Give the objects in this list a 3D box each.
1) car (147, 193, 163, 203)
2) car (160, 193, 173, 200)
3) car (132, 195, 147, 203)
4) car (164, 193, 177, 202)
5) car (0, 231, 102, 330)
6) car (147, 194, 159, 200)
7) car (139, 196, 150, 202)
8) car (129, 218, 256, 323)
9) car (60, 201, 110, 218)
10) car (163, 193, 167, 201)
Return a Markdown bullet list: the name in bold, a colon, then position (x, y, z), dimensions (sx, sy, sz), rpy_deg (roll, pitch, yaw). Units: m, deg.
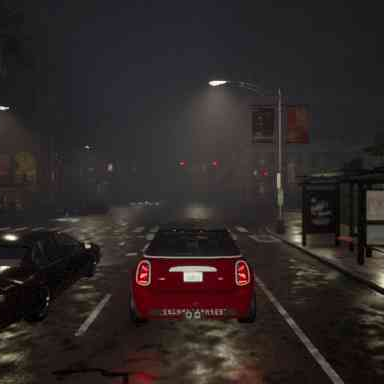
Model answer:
- **car**: position (-7.761, 1.478, 69.961), dimensions (1.882, 1.535, 5.008), rpy_deg (0, 0, -1)
- **car**: position (-6.902, 1.225, 91.004), dimensions (2.150, 2.045, 5.566), rpy_deg (0, 0, 9)
- **car**: position (-11.258, 1.355, 69.655), dimensions (2.097, 1.767, 4.553), rpy_deg (0, 0, -1)
- **car**: position (-4.280, 1.541, 72.566), dimensions (2.033, 1.411, 5.357), rpy_deg (0, 0, -1)
- **car**: position (-3.494, 1.547, 7.141), dimensions (2.033, 1.411, 5.357), rpy_deg (0, 0, 0)
- **car**: position (-10.634, 1.355, 90.128), dimensions (2.097, 1.767, 4.553), rpy_deg (0, 0, 9)
- **car**: position (-11.369, 1.595, 79.829), dimensions (1.895, 1.301, 4.718), rpy_deg (0, 0, -1)
- **car**: position (0.006, 1.352, 7.348), dimensions (2.097, 1.767, 4.553), rpy_deg (0, 0, 0)
- **car**: position (-9.758, 1.547, 30.932), dimensions (2.033, 1.411, 5.357), rpy_deg (0, 0, 19)
- **car**: position (-7.879, 1.225, 80.440), dimensions (2.150, 2.045, 5.566), rpy_deg (0, 0, -1)
